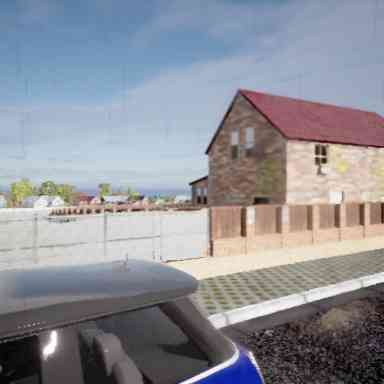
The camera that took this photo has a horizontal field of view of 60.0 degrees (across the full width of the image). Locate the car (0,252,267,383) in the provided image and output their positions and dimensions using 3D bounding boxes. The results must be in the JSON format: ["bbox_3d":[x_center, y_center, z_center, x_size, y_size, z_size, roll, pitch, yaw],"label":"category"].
[{"bbox_3d":[-1.661,1.345,1.733,4.553,1.767,2.097,0,0,-36],"label":"car"}]
